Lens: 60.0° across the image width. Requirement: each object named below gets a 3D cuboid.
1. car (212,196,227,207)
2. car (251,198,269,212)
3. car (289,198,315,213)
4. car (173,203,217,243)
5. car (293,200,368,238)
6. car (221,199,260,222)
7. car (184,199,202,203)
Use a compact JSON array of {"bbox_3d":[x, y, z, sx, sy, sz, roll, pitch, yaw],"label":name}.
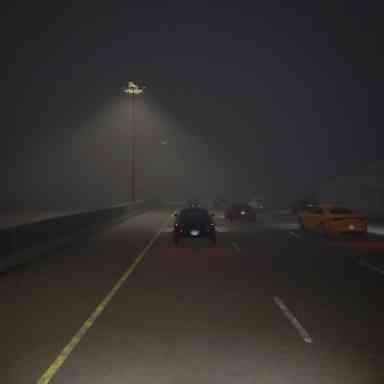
[{"bbox_3d":[3.617,1.304,41.984,2.128,1.511,4.902,0,0,0],"label":"car"},{"bbox_3d":[7.115,1.363,36.511,1.812,1.442,4.674,0,0,0],"label":"car"},{"bbox_3d":[10.618,1.365,31.277,1.837,1.490,4.892,0,0,0],"label":"car"},{"bbox_3d":[0.107,1.455,15.680,1.812,1.442,4.674,0,0,0],"label":"car"},{"bbox_3d":[7.107,1.400,17.282,1.882,1.535,5.008,0,0,0],"label":"car"},{"bbox_3d":[3.611,1.450,25.529,1.994,1.385,4.181,0,0,0],"label":"car"},{"bbox_3d":[0.114,1.393,34.683,2.033,1.411,5.357,0,0,0],"label":"car"}]
